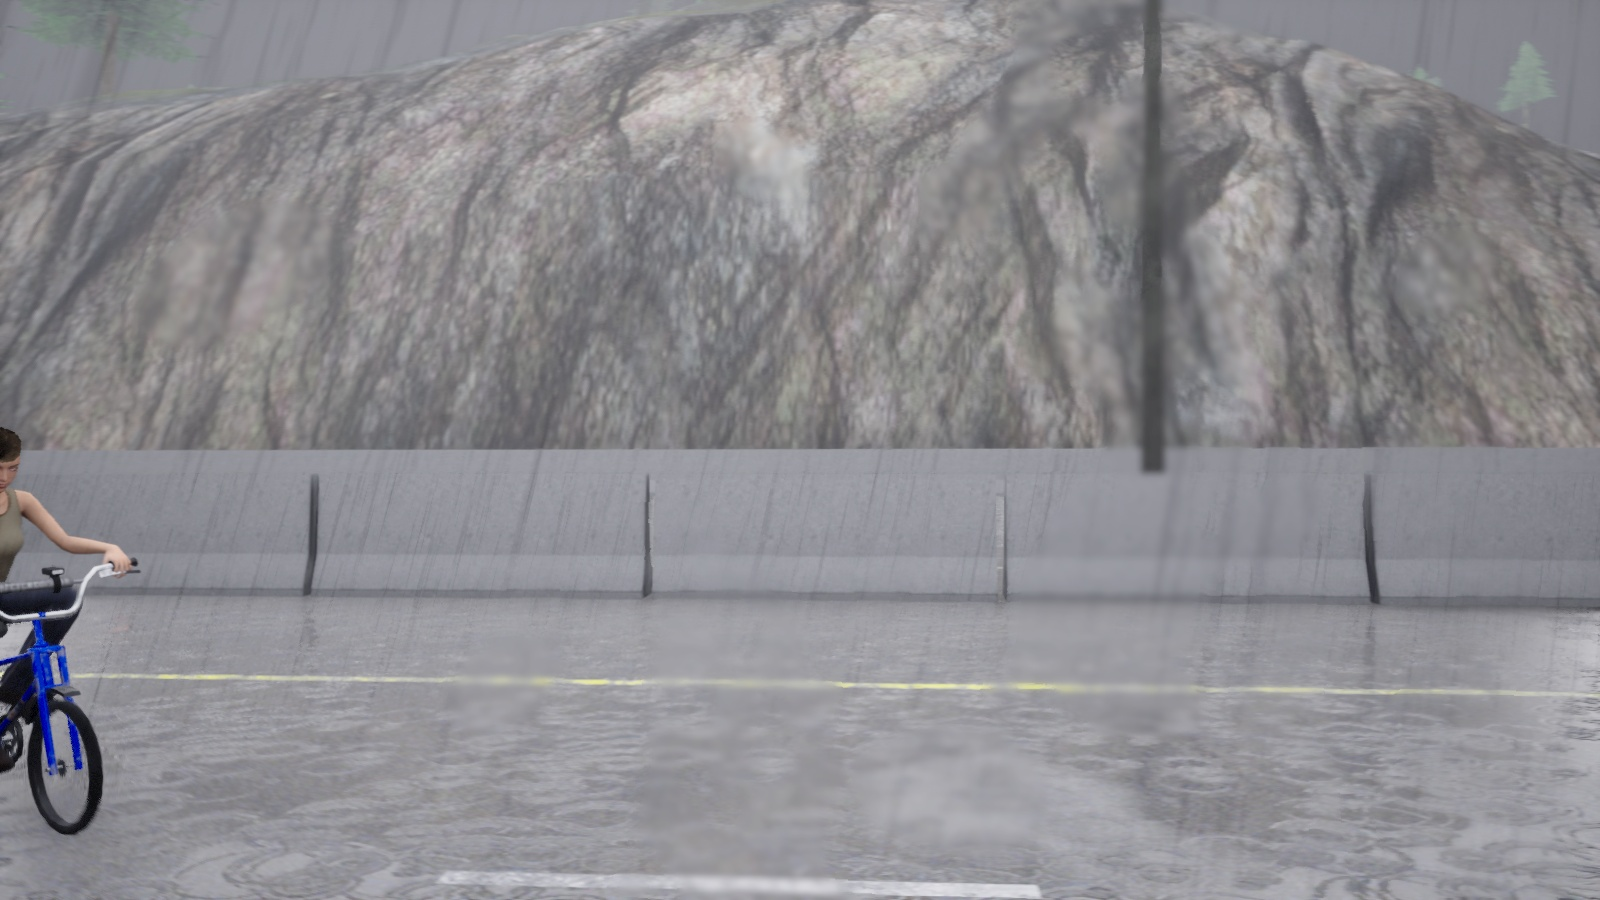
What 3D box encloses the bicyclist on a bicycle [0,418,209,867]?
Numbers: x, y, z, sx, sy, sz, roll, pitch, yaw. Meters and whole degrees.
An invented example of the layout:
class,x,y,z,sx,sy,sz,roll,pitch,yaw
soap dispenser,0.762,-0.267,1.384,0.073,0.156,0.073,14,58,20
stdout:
class,x,y,z,sx,sy,sz,roll,pitch,yaw
bicyclist on a bicycle,-3.299,0.681,5.209,1.509,1.612,0.866,1,1,34
